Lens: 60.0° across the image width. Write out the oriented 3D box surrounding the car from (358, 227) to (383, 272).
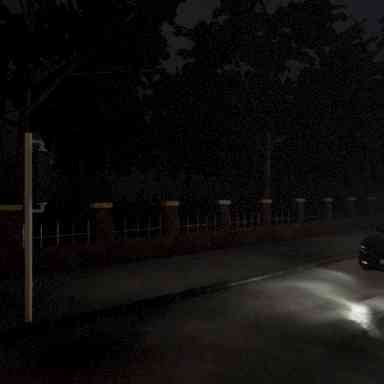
[{"bbox_3d":[6.841,1.478,9.854,5.008,1.535,1.882,0,0,-37],"label":"car"}]
